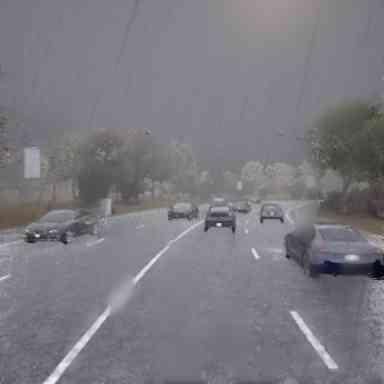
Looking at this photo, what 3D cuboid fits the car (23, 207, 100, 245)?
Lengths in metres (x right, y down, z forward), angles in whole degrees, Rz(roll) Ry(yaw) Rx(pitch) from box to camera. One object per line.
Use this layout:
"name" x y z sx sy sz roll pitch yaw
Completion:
"car" -6.050 1.543 16.018 1.837 1.490 4.892 0 0 7

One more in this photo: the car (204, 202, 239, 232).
"car" 1.870 1.591 21.064 1.837 1.490 4.892 0 0 8

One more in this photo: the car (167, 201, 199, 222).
"car" -0.661 1.578 28.047 1.882 1.535 5.008 0 0 12

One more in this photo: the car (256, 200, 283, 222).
"car" 6.490 1.677 27.352 2.033 1.411 5.357 0 0 11

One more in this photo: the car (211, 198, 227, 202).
"car" 4.673 1.749 57.667 1.812 1.442 4.674 0 0 23

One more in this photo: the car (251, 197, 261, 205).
"car" 12.433 1.768 66.218 1.837 1.490 4.892 0 0 26

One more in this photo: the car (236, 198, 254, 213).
"car" 5.770 1.732 38.935 1.994 1.385 4.181 0 0 16

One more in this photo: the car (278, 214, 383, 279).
"car" 4.146 1.617 10.295 1.994 1.385 4.181 0 0 4
